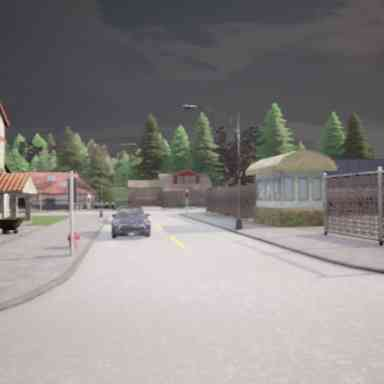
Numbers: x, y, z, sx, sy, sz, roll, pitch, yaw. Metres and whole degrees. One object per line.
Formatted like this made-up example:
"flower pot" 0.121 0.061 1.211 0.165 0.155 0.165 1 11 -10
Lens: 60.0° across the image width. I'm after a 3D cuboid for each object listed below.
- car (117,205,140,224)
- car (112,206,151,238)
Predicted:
"car" -5.652 1.952 29.567 1.812 1.442 4.674 0 -1 -12
"car" -3.584 1.634 19.540 2.097 1.767 4.553 0 -1 -12
